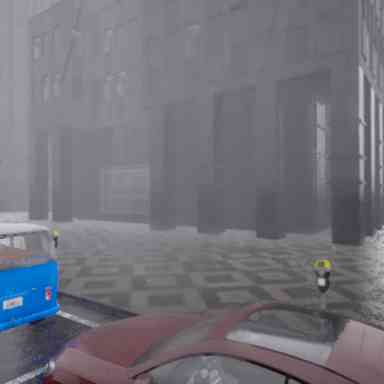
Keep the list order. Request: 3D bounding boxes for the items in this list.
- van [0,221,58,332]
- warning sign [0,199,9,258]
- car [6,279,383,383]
[{"bbox_3d":[-4.081,1.378,5.878,3.998,1.788,1.690,0,0,36],"label":"van"},{"bbox_3d":[-6.797,1.180,10.648,1.060,1.860,1.300,0,0,36],"label":"warning sign"},{"bbox_3d":[0.542,1.587,2.578,4.206,1.307,1.802,0,0,36],"label":"car"}]
